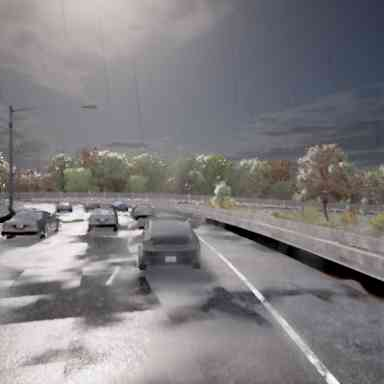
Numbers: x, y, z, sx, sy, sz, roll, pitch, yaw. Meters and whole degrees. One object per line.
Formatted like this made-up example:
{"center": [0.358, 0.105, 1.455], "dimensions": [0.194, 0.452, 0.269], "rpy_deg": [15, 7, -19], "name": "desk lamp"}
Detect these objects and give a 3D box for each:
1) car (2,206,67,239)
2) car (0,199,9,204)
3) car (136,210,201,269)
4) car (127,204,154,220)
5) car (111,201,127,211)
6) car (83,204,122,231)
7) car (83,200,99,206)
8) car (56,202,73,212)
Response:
{"center": [-8.735, 1.731, 18.515], "dimensions": [2.033, 1.411, 5.357], "rpy_deg": [0, 0, -10], "name": "car"}
{"center": [-45.523, 2.372, 81.484], "dimensions": [5.357, 1.411, 2.033], "rpy_deg": [-1, -1, 40], "name": "car"}
{"center": [-0.815, 1.601, 11.539], "dimensions": [1.837, 1.490, 4.892], "rpy_deg": [0, 0, -6], "name": "car"}
{"center": [-4.609, 1.827, 31.071], "dimensions": [1.994, 1.385, 4.181], "rpy_deg": [0, 0, -16], "name": "car"}
{"center": [-10.150, 1.930, 46.140], "dimensions": [1.812, 1.442, 4.674], "rpy_deg": [0, 0, -24], "name": "car"}
{"center": [-5.889, 1.748, 22.280], "dimensions": [2.033, 1.411, 5.357], "rpy_deg": [0, 0, -12], "name": "car"}
{"center": [-13.813, 1.922, 45.729], "dimensions": [1.837, 1.490, 4.892], "rpy_deg": [0, 0, -25], "name": "car"}
{"center": [-17.293, 1.990, 44.928], "dimensions": [1.994, 1.385, 4.181], "rpy_deg": [0, 0, -25], "name": "car"}
